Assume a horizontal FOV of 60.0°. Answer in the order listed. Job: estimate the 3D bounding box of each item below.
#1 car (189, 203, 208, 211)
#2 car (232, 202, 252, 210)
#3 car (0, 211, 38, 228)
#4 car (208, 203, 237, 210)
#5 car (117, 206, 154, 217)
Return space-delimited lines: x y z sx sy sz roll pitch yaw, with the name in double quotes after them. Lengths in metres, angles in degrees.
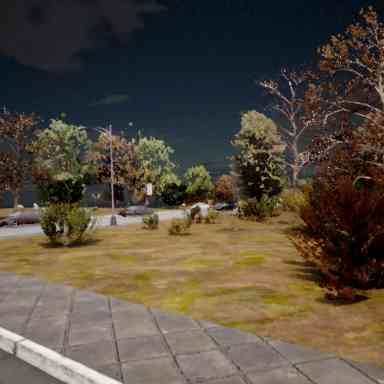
1.256 2.573 56.350 1.812 1.442 4.674 -3 -2 32 "car"
9.414 2.570 62.496 1.895 1.301 4.718 -3 -2 33 "car"
-15.269 2.430 30.248 2.033 1.411 5.357 -3 -2 33 "car"
4.668 2.282 48.406 1.895 1.301 4.718 -3 -2 32 "car"
-7.192 2.484 42.978 2.033 1.411 5.357 -3 -2 32 "car"
